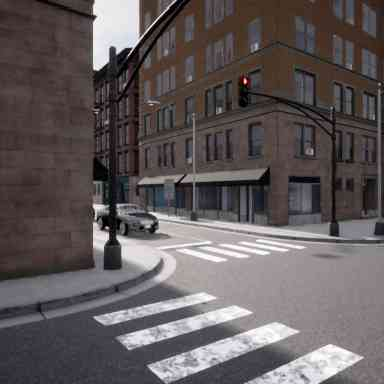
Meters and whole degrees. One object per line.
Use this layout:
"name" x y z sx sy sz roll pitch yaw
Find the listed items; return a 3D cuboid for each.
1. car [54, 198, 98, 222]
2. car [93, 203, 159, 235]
"car" -9.110 1.323 25.863 1.882 1.535 5.008 0 0 -36
"car" -3.624 1.395 18.153 2.128 1.511 4.902 0 0 -37
